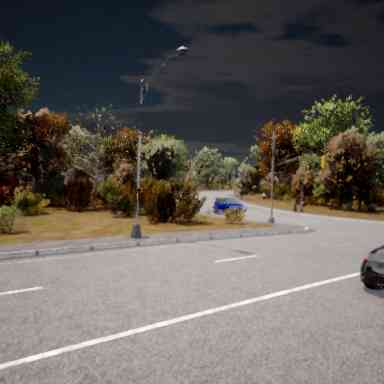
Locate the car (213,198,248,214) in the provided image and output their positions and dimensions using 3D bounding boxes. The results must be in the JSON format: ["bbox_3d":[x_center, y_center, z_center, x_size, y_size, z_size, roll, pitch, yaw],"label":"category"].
[{"bbox_3d":[4.505,1.741,39.818,2.150,2.045,5.566,2,0,-21],"label":"car"}]

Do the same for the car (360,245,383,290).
[{"bbox_3d":[5.932,1.636,8.035,4.181,1.385,1.994,1,-1,-35],"label":"car"}]
